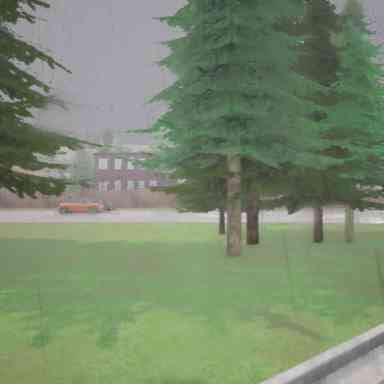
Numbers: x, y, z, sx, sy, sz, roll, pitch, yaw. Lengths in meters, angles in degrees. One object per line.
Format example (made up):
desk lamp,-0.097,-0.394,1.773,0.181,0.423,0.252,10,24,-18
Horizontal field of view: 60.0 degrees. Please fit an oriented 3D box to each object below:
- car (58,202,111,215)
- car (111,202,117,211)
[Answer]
car,-10.897,1.358,33.390,4.553,1.767,2.097,0,0,3
car,-10.742,1.356,36.886,4.553,1.767,2.097,0,0,3
